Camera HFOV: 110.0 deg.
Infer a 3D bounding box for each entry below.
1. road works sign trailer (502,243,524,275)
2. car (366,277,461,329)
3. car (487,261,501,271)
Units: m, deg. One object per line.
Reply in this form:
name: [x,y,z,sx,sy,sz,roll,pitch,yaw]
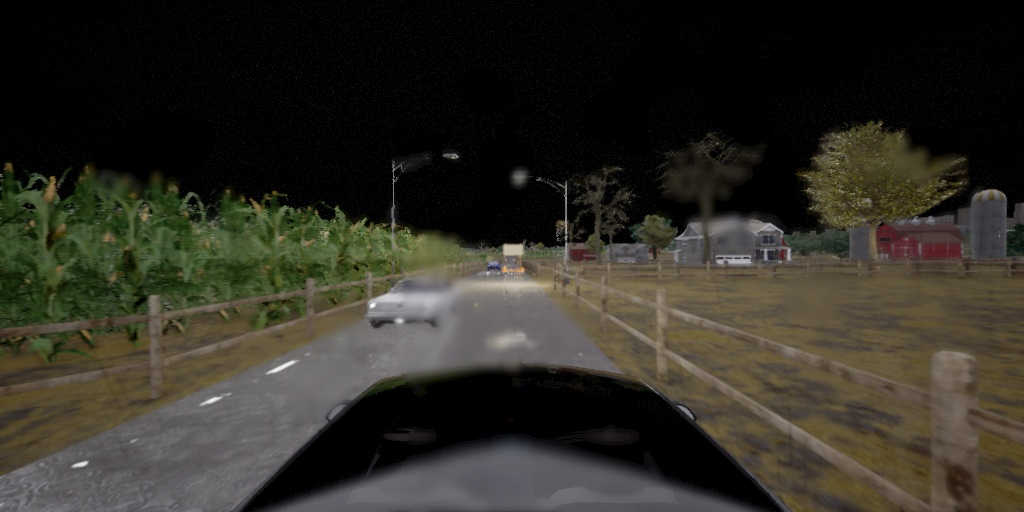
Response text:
road works sign trailer: [0.131,0.349,40.825,2.380,3.560,2.880,0,0,-5]
car: [-2.848,1.355,11.349,1.895,1.301,4.718,0,0,0]
car: [-2.787,1.479,55.512,1.882,1.535,5.008,0,0,1]
